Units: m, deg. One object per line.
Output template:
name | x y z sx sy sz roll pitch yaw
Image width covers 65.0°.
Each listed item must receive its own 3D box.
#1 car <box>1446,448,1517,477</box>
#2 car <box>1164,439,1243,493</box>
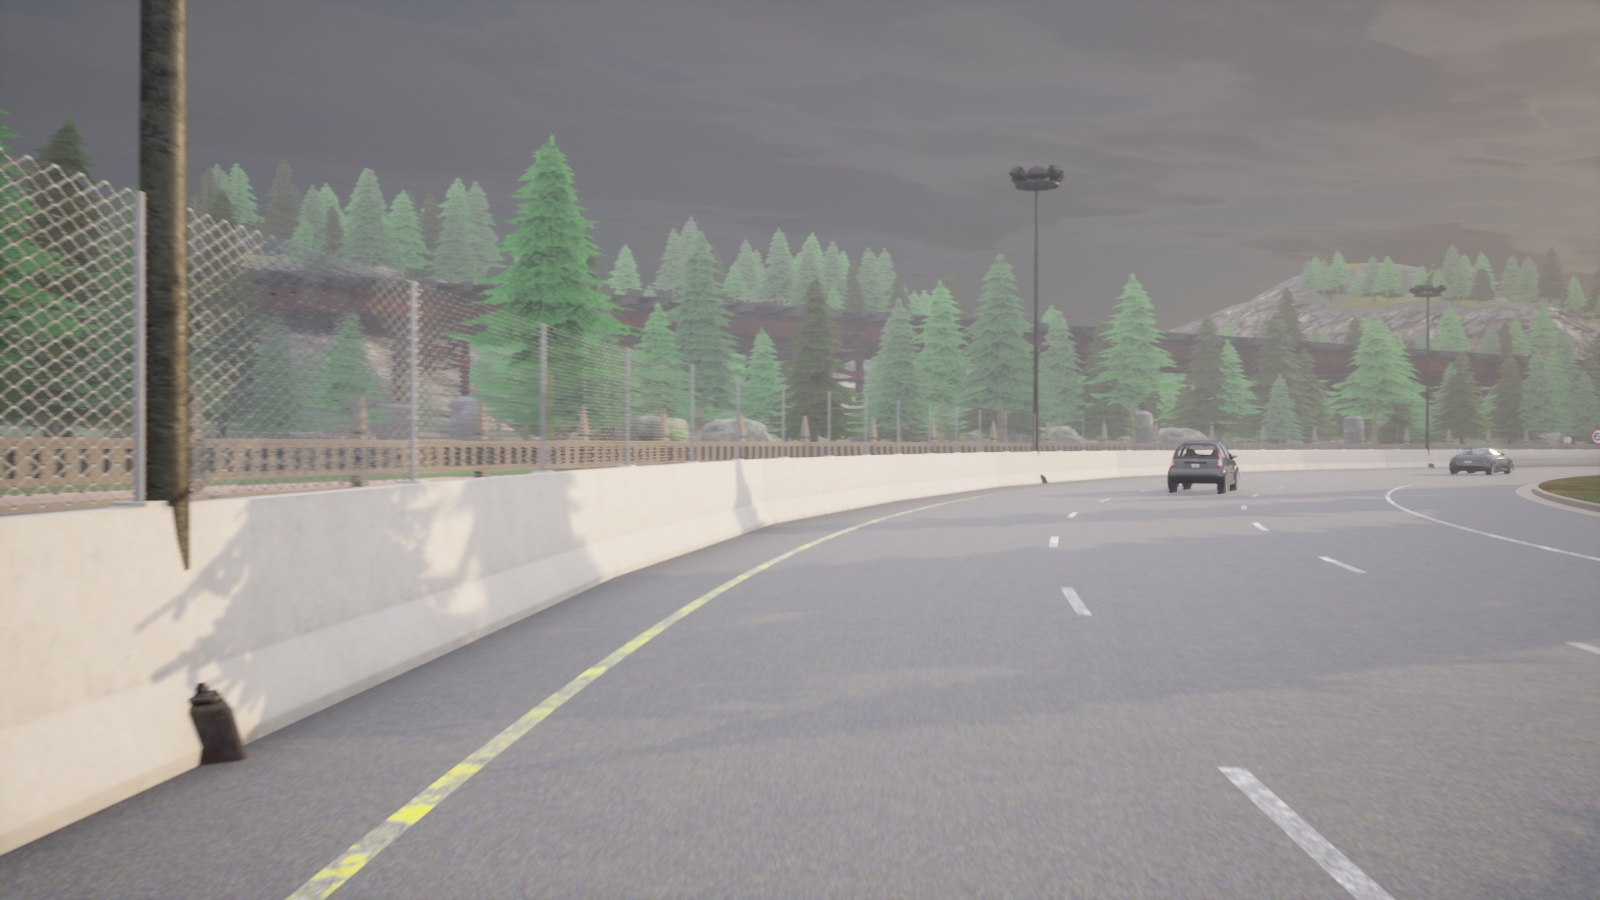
car | 34.543 0.614 63.647 4.181 1.385 1.994 0 0 -44
car | 12.817 0.481 39.756 1.851 1.617 3.988 0 0 26
